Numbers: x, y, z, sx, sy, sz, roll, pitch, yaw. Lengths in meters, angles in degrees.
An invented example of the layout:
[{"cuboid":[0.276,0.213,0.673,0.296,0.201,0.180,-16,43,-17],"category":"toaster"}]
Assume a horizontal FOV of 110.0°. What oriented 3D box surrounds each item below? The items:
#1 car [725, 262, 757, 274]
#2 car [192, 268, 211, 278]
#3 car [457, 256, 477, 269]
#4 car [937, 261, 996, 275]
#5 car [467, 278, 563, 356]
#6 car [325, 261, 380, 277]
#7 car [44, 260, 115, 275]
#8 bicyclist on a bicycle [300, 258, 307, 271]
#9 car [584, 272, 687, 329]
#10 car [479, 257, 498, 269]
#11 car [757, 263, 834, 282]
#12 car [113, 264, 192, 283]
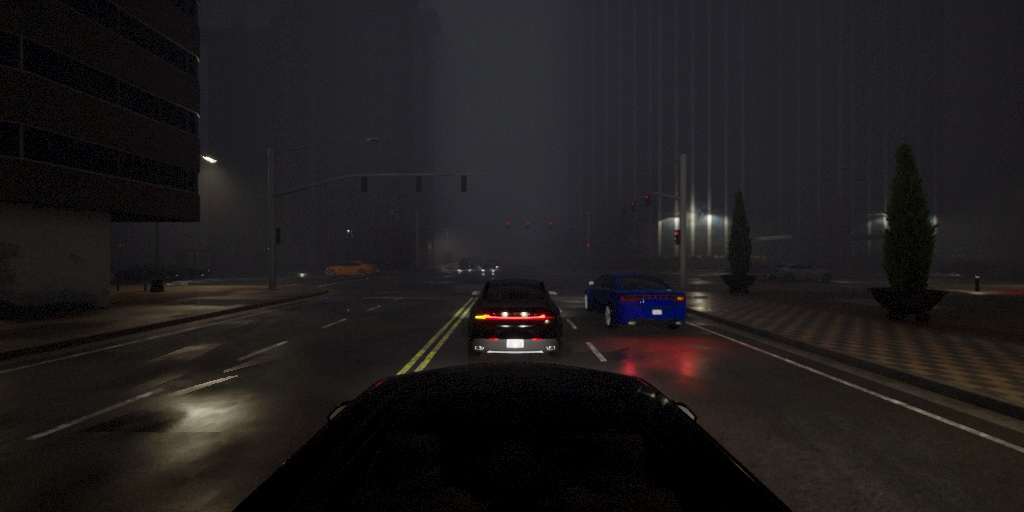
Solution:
[{"cuboid":[25.417,1.308,38.693,4.181,1.385,1.994,0,0,-1],"category":"car"},{"cuboid":[-28.933,1.346,30.947,4.718,1.301,1.895,0,0,-1],"category":"car"},{"cuboid":[-7.087,1.094,55.220,2.097,1.767,4.553,0,0,0],"category":"car"},{"cuboid":[49.189,1.251,38.865,4.892,1.490,1.837,1,0,0],"category":"car"},{"cuboid":[0.061,1.254,8.576,1.837,1.490,4.892,0,0,0],"category":"car"},{"cuboid":[-15.310,1.223,34.420,5.008,1.535,1.882,0,0,4],"category":"car"},{"cuboid":[-45.548,1.236,37.872,4.902,1.511,2.128,0,0,-1],"category":"car"},{"cuboid":[-26.424,1.045,45.450,0.582,1.620,1.656,0,0,-1],"category":"bicyclist on a bicycle"},{"cuboid":[3.574,1.226,11.265,1.882,1.535,5.008,0,0,0],"category":"car"},{"cuboid":[-3.588,1.267,55.379,1.812,1.442,4.674,0,0,0],"category":"car"},{"cuboid":[22.296,1.272,27.995,4.674,1.442,1.812,0,0,-1],"category":"car"},{"cuboid":[-27.666,1.310,27.459,4.181,1.385,1.994,0,0,-1],"category":"car"}]
